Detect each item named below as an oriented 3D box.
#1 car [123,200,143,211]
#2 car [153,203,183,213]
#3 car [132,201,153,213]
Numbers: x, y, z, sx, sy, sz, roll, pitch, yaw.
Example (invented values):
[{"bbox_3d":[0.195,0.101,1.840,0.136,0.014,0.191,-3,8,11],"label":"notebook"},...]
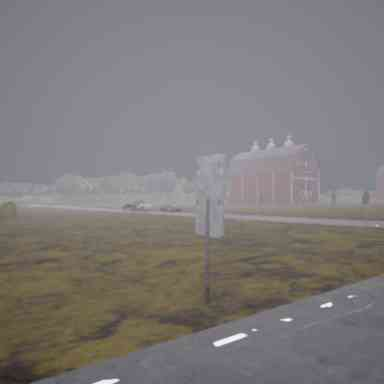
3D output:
[{"bbox_3d":[-10.801,2.439,61.716,2.150,2.045,5.566,1,-2,-36],"label":"car"},{"bbox_3d":[-3.524,2.476,51.582,2.033,1.411,5.357,1,-2,-35],"label":"car"},{"bbox_3d":[-7.159,2.473,51.815,1.812,1.442,4.674,1,-2,-35],"label":"car"}]
